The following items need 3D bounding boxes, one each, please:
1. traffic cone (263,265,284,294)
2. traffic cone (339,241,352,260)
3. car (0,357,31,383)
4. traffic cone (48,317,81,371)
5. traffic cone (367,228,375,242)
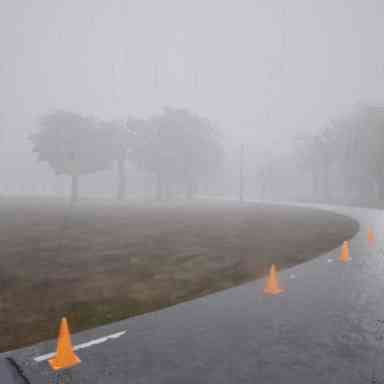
[{"bbox_3d":[1.850,1.953,7.567,0.340,0.580,0.340,-1,0,-44],"label":"traffic cone"},{"bbox_3d":[5.078,1.923,11.016,0.340,0.580,0.340,0,0,40],"label":"traffic cone"},{"bbox_3d":[-3.094,1.573,0.714,5.357,1.411,2.033,0,0,-34],"label":"car"},{"bbox_3d":[-1.711,1.985,4.462,0.340,0.580,0.340,-1,0,-38],"label":"traffic cone"},{"bbox_3d":[7.940,1.897,14.775,0.340,0.580,0.340,0,0,34],"label":"traffic cone"}]
